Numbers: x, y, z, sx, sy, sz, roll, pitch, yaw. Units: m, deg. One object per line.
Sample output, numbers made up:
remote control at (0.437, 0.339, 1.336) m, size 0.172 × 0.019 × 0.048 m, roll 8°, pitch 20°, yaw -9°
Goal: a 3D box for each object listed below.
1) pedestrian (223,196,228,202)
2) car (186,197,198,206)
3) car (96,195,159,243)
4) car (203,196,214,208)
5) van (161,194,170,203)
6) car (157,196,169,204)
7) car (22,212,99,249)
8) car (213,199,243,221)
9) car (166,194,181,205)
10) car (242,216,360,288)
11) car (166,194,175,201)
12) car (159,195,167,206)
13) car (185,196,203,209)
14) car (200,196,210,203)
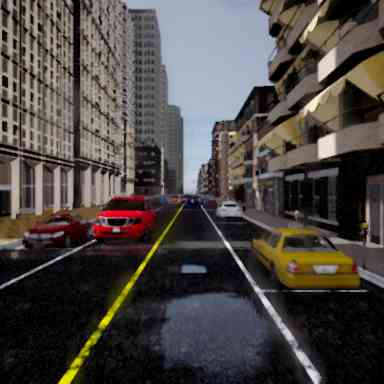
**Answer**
pedestrian at (3.015, 1.284, 30.184) m, size 0.375 × 1.860 × 0.375 m, roll 0°, pitch 0°, yaw -2°
car at (0.029, 1.558, 57.387) m, size 1.994 × 1.385 × 4.181 m, roll 0°, pitch 0°, yaw 0°
car at (-3.093, 1.214, 16.346) m, size 2.150 × 2.045 × 5.566 m, roll 0°, pitch 0°, yaw 0°
car at (2.714, 1.573, 48.377) m, size 1.802 × 1.307 × 4.206 m, roll 0°, pitch 0°, yaw 0°
van at (-5.655, 1.341, 70.976) m, size 1.690 × 1.788 × 3.998 m, roll 0°, pitch 0°, yaw 0°
car at (-5.658, 1.548, 65.328) m, size 2.008 × 1.369 × 4.403 m, roll 0°, pitch 0°, yaw 0°
car at (-5.683, 1.575, 14.490) m, size 1.802 × 1.307 × 4.206 m, roll 0°, pitch 0°, yaw 0°
car at (3.013, 1.517, 27.348) m, size 1.812 × 1.442 × 4.674 m, roll 0°, pitch 0°, yaw 0°
car at (-3.029, 1.346, 58.198) m, size 2.097 × 1.767 × 4.553 m, roll 0°, pitch 0°, yaw 0°
car at (2.694, 1.520, 9.007) m, size 1.752 × 1.417 × 4.829 m, roll 0°, pitch 0°, yaw 0°
car at (-5.647, 1.450, 87.922) m, size 1.967 × 1.590 × 4.097 m, roll 0°, pitch 0°, yaw 0°
car at (-5.663, 1.559, 54.030) m, size 1.947 × 1.339 × 4.313 m, roll 0°, pitch 0°, yaw 0°
car at (0.083, 1.345, 46.323) m, size 2.097 × 1.767 × 4.553 m, roll 0°, pitch 0°, yaw -1°
car at (2.725, 1.550, 70.971) m, size 2.008 × 1.369 × 4.403 m, roll 0°, pitch 0°, yaw 0°
